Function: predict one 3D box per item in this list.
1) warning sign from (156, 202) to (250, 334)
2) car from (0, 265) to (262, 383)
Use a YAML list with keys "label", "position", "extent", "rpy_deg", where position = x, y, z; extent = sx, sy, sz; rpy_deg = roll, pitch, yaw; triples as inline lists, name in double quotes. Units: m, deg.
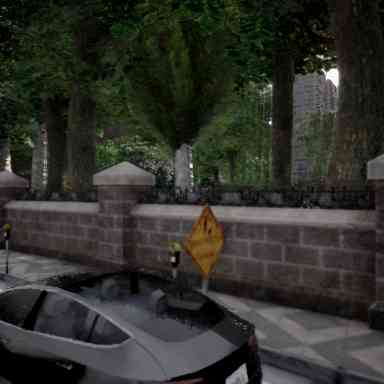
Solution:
- label: "warning sign"
  position: [0.219, 1.117, 5.636]
  extent: [1.060, 1.860, 1.300]
  rpy_deg: [0, 0, 35]
- label: "car"
  position: [-1.328, 1.568, 3.908]
  extent: [4.313, 1.339, 1.947]
  rpy_deg: [0, 0, 35]
